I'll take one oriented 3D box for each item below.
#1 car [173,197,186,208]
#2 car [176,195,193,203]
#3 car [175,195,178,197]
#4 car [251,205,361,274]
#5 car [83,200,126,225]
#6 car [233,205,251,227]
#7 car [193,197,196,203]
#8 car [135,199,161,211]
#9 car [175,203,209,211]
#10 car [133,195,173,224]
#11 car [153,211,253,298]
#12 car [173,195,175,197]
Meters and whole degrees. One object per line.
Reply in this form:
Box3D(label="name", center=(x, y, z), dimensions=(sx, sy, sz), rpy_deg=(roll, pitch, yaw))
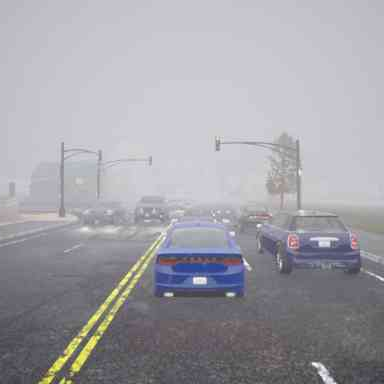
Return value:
Box3D(label="car", center=(-2.235, 1.664, 44.300), dimensions=(1.895, 1.301, 4.718), rpy_deg=(0, 0, 3))
Box3D(label="car", center=(-1.306, 1.703, 60.050), dimensions=(1.895, 1.301, 4.718), rpy_deg=(0, 0, 4))
Box3D(label="car", center=(-3.552, 1.504, 73.026), dimensions=(2.097, 1.767, 4.553), rpy_deg=(0, 0, 4))
Box3D(label="car", center=(3.440, 1.358, 10.694), dimensions=(2.097, 1.767, 4.553), rpy_deg=(0, 0, 1))
Box3D(label="car", center=(-6.246, 1.378, 24.252), dimensions=(2.097, 1.767, 4.553), rpy_deg=(0, 0, 2))
Box3D(label="car", center=(3.597, 1.520, 19.846), dimensions=(1.837, 1.490, 4.892), rpy_deg=(0, 0, 1))
Box3D(label="car", center=(-0.231, 1.700, 73.787), dimensions=(1.994, 1.385, 4.181), rpy_deg=(0, 0, 4))
Box3D(label="car", center=(-5.663, 1.612, 43.562), dimensions=(2.033, 1.411, 5.357), rpy_deg=(0, 0, 7))
Box3D(label="car", center=(0.307, 1.562, 18.411), dimensions=(2.033, 1.411, 5.357), rpy_deg=(0, 0, 1))
Box3D(label="car", center=(-2.967, 1.248, 25.524), dimensions=(2.150, 2.045, 5.566), rpy_deg=(0, 0, 2))
Box3D(label="car", center=(0.160, 1.483, 8.598), dimensions=(1.882, 1.535, 5.008), rpy_deg=(0, 0, 0))
Box3D(label="car", center=(-4.686, 1.601, 58.218), dimensions=(1.837, 1.490, 4.892), rpy_deg=(0, 1, 4))
